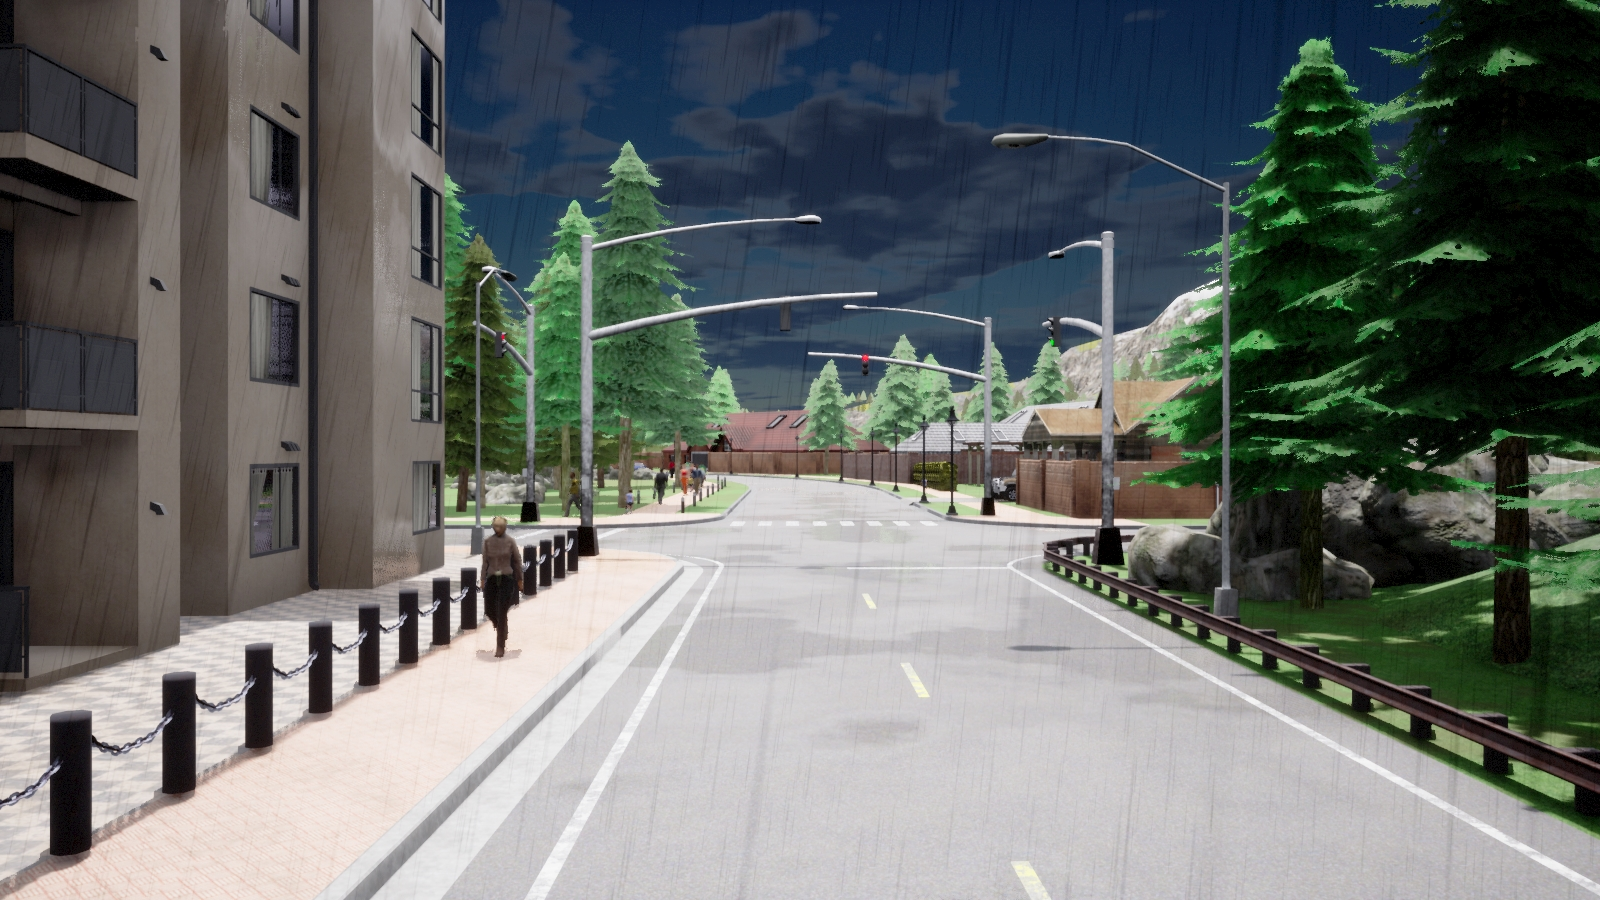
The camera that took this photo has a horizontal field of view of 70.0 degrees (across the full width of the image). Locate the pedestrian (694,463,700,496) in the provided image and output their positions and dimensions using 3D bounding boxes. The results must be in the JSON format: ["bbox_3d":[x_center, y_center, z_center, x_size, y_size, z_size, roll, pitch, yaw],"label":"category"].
[{"bbox_3d":[-5.923,1.703,65.750,0.375,1.860,0.375,0,0,-3],"label":"pedestrian"}]

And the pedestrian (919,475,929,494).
[{"bbox_3d":[7.480,2.090,68.857,0.500,1.100,0.500,0,0,-3],"label":"pedestrian"}]

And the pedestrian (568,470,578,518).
[{"bbox_3d":[-8.840,1.702,44.484,0.375,1.860,0.375,0,0,-14],"label":"pedestrian"}]

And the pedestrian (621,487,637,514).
[{"bbox_3d":[-7.017,2.074,46.968,0.500,1.100,0.500,0,0,11],"label":"pedestrian"}]

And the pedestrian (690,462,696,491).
[{"bbox_3d":[-6.886,1.708,73.500,0.375,1.860,0.375,0,0,1],"label":"pedestrian"}]

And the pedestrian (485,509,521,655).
[{"bbox_3d":[-3.853,1.705,14.850,0.375,1.860,0.375,0,0,-1],"label":"pedestrian"}]

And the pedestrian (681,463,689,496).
[{"bbox_3d":[-6.661,1.704,66.229,0.375,1.860,0.375,0,0,6],"label":"pedestrian"}]

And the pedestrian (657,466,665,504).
[{"bbox_3d":[-6.728,1.698,55.340,0.375,1.860,0.375,0,0,0],"label":"pedestrian"}]
